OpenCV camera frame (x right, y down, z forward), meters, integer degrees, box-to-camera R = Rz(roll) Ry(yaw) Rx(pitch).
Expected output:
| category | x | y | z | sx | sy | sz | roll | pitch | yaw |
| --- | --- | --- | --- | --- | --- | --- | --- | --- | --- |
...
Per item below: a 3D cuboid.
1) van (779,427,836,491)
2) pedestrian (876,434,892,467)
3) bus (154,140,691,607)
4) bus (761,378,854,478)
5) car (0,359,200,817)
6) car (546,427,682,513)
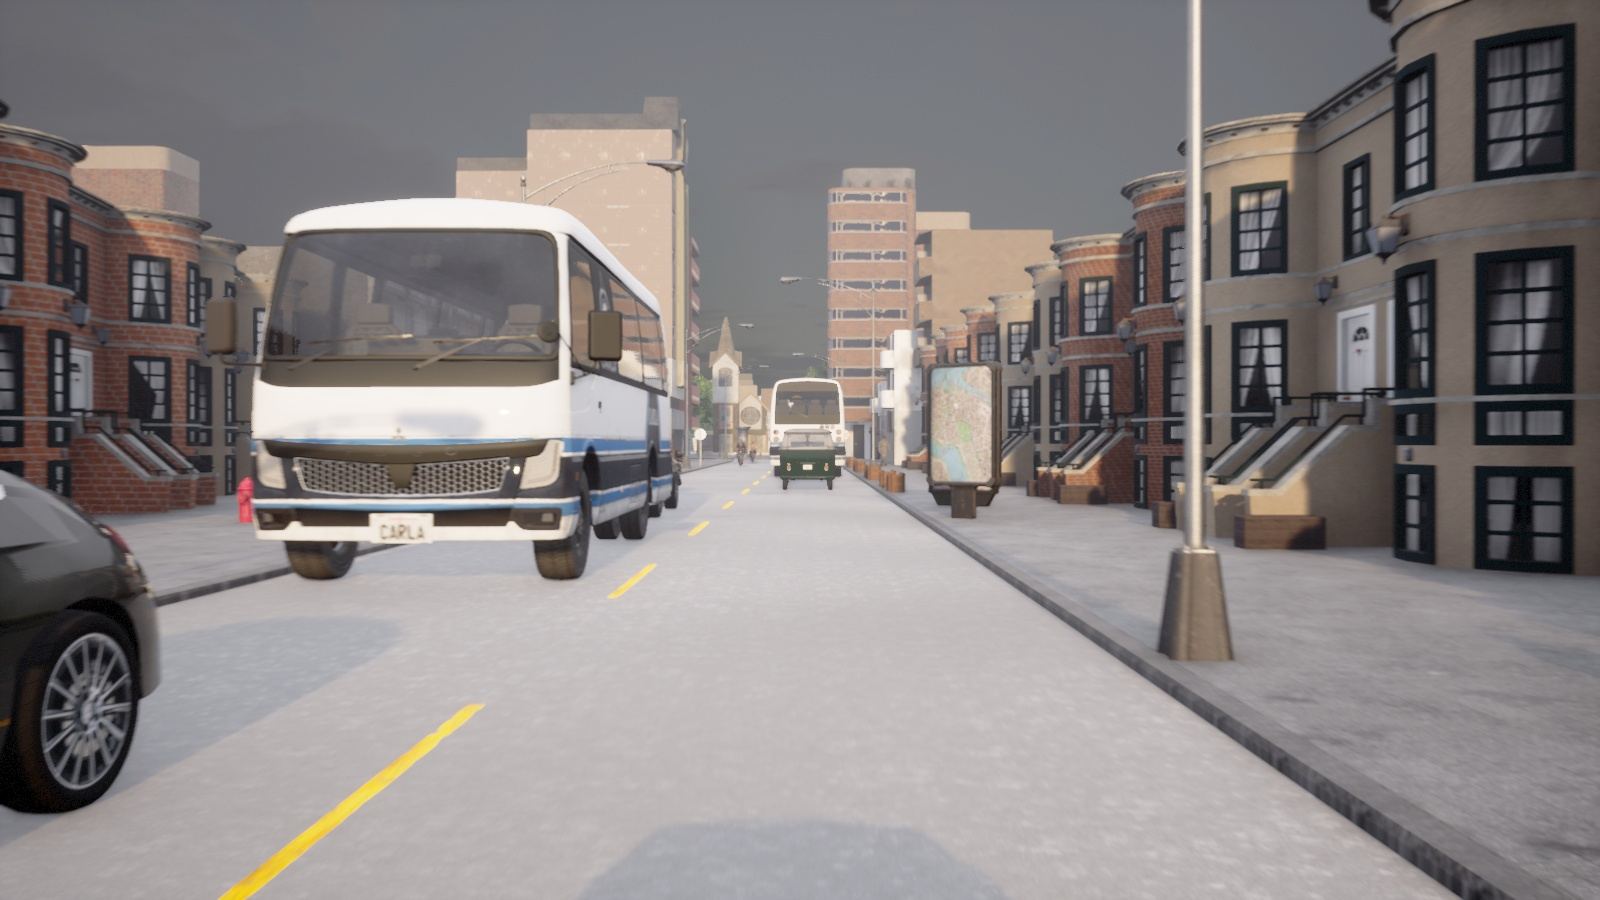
| category | x | y | z | sx | sy | sz | roll | pitch | yaw |
| --- | --- | --- | --- | --- | --- | --- | --- | --- | --- |
| van | 0.250 | 0.266 | 41.393 | 1.775 | 1.987 | 4.442 | 0 | 0 | 0 |
| pedestrian | 4.958 | 0.042 | 74.086 | 0.659 | 1.952 | 0.873 | 0 | 0 | -21 |
| bus | -3.890 | -0.727 | 16.583 | 3.944 | 4.253 | 10.273 | 0 | 0 | 0 |
| bus | 0.344 | -0.959 | 58.338 | 3.944 | 4.253 | 10.273 | 0 | 0 | 0 |
| car | -3.964 | 0.502 | 3.498 | 2.152 | 1.651 | 5.027 | 0 | 0 | 0 |
| car | -3.834 | 0.371 | 26.777 | 2.152 | 1.651 | 5.027 | 0 | 0 | 0 |
